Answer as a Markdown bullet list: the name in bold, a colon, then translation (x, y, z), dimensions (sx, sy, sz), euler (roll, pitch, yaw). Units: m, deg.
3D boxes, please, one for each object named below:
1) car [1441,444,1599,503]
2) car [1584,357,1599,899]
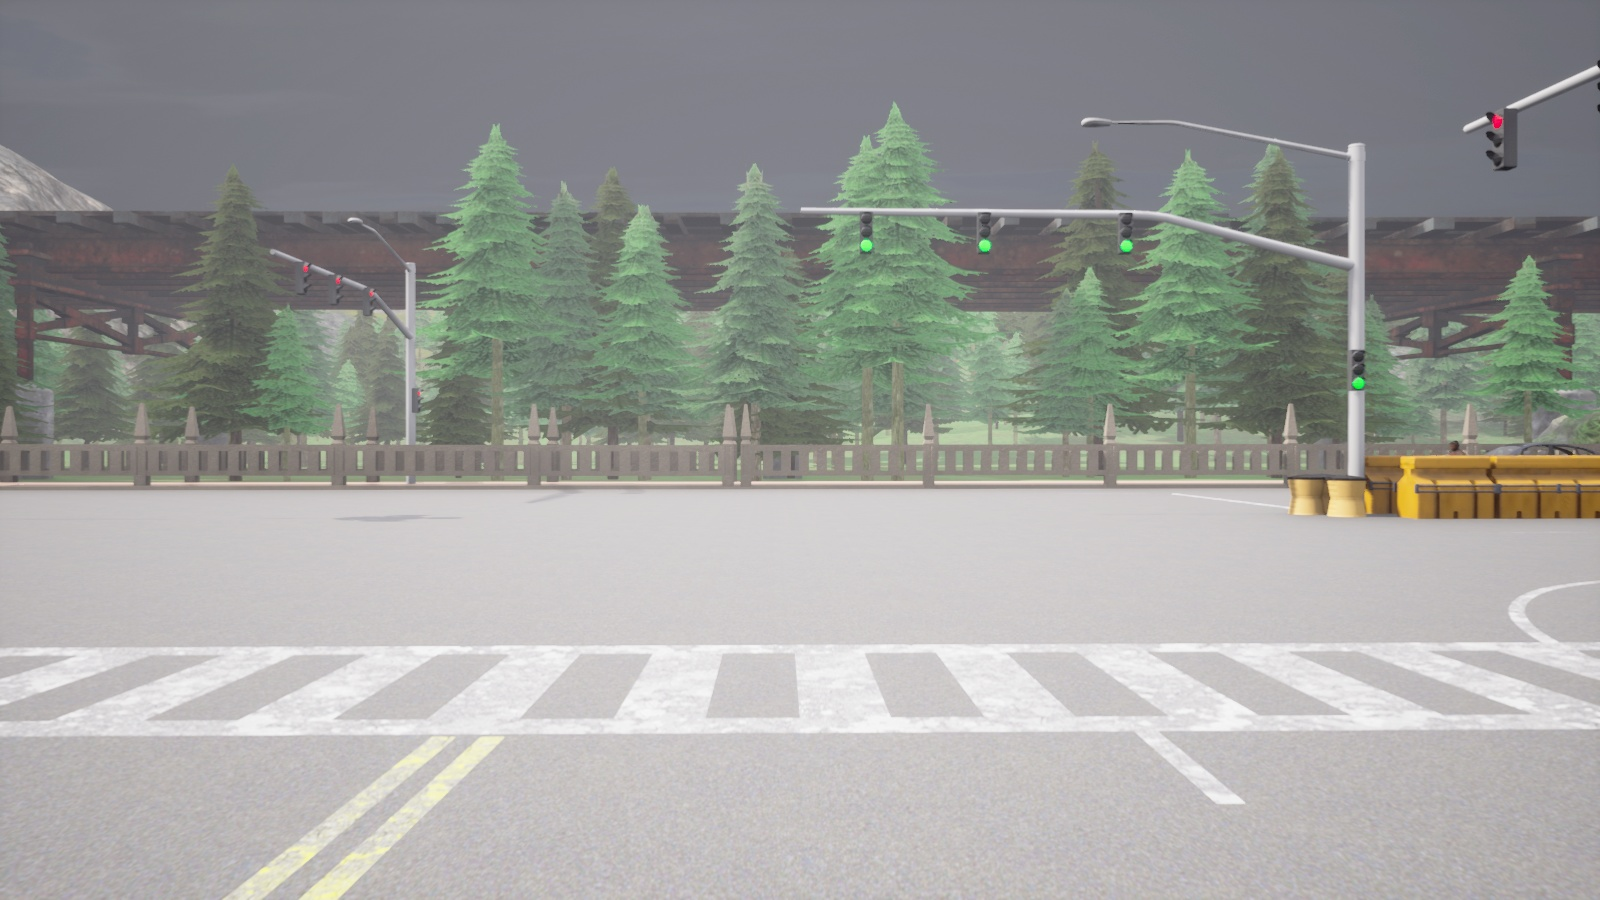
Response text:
- **car**: translation (19.567, 0.616, 33.832), dimensions (3.705, 1.549, 1.789), euler (0, 0, -1)
- **car**: translation (3.525, 0.601, 1.700), dimensions (2.097, 1.767, 4.553), euler (0, 0, 0)
